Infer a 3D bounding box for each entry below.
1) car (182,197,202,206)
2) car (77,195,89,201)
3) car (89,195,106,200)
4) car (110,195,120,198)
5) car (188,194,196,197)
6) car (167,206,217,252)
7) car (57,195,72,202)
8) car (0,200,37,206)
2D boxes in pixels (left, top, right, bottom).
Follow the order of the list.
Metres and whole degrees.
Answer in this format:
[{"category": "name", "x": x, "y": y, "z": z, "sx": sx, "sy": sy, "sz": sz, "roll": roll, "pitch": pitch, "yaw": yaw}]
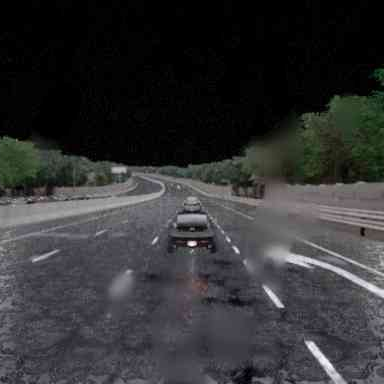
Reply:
[{"category": "car", "x": 0.008, "y": 1.608, "z": 35.239, "sx": 2.128, "sy": 1.511, "sz": 4.902, "roll": 0, "pitch": 0, "yaw": 0}, {"category": "car", "x": -24.483, "y": 1.416, "z": 75.443, "sx": 1.895, "sy": 1.301, "sz": 4.718, "roll": 0, "pitch": 0, "yaw": 0}, {"category": "car", "x": -20.983, "y": 1.360, "z": 75.472, "sx": 2.033, "sy": 1.411, "sz": 5.357, "roll": 0, "pitch": 0, "yaw": 0}, {"category": "car", "x": -17.483, "y": 1.344, "z": 75.471, "sx": 1.812, "sy": 1.442, "sz": 4.674, "roll": 0, "pitch": 0, "yaw": 0}, {"category": "car", "x": 0.012, "y": 1.590, "z": 56.511, "sx": 1.882, "sy": 1.535, "sz": 5.008, "roll": 0, "pitch": 0, "yaw": 0}, {"category": "car", "x": 0.004, "y": 1.552, "z": 13.972, "sx": 1.837, "sy": 1.490, "sz": 4.892, "roll": 0, "pitch": 0, "yaw": 0}, {"category": "car", "x": -27.958, "y": 1.518, "z": 72.839, "sx": 2.128, "sy": 1.511, "sz": 4.902, "roll": 0, "pitch": 0, "yaw": 1}, {"category": "car", "x": -17.563, "y": 1.622, "z": 34.376, "sx": 1.837, "sy": 1.490, "sz": 4.892, "roll": 0, "pitch": -1, "yaw": 0}]
